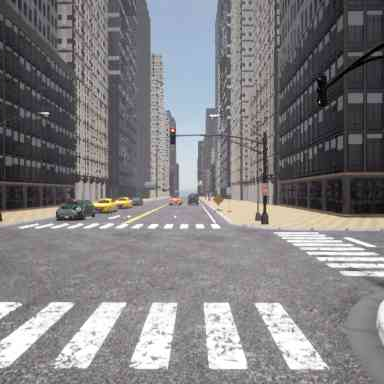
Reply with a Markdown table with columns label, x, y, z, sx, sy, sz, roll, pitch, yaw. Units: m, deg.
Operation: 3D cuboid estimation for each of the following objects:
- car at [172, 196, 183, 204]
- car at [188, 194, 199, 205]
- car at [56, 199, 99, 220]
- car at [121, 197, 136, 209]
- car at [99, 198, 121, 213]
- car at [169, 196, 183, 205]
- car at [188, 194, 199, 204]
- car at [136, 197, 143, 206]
| label | x | y | z | sx | sy | sz | roll | pitch | yaw |
| --- | --- | --- | --- | --- | --- | --- | --- | --- | --- |
| car | -2.978 | 1.631 | 70.104 | 2.128 | 1.511 | 4.902 | 0 | 0 | 0 |
| car | 0.272 | 1.604 | 60.127 | 1.837 | 1.490 | 4.892 | 0 | 0 | 0 |
| car | -9.769 | 1.374 | 28.208 | 2.097 | 1.767 | 4.553 | 0 | 0 | 0 |
| car | -9.712 | 1.537 | 47.077 | 1.882 | 1.535 | 5.008 | 0 | 0 | 0 |
| car | -9.745 | 1.515 | 37.395 | 1.882 | 1.535 | 5.008 | 0 | 0 | 0 |
| car | -2.978 | 1.450 | 59.916 | 2.097 | 1.767 | 4.553 | 0 | 0 | 0 |
| car | 0.274 | 1.359 | 70.335 | 2.150 | 2.045 | 5.566 | 0 | 0 | 0 |
| car | -9.641 | 1.638 | 57.725 | 2.033 | 1.411 | 5.357 | 0 | 0 | 1 |
